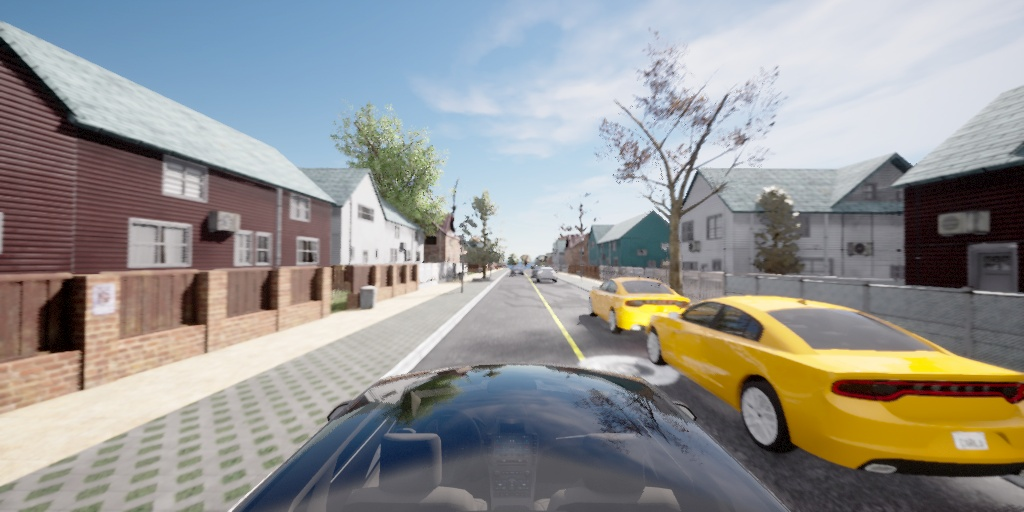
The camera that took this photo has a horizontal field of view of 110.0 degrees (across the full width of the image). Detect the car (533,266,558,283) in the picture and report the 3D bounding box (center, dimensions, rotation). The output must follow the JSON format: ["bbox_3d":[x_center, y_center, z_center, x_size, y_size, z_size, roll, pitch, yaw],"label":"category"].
[{"bbox_3d":[3.296,1.786,34.655,1.812,1.442,4.674,1,-1,2],"label":"car"}]

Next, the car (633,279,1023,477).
[{"bbox_3d":[3.595,1.310,5.259,1.882,1.535,5.008,1,-1,1],"label":"car"}]

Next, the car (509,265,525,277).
[{"bbox_3d":[0.701,1.953,47.689,2.128,1.511,4.902,1,-1,1],"label":"car"}]

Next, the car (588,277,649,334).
[{"bbox_3d":[3.691,1.389,11.258,1.882,1.535,5.008,1,-1,1],"label":"car"}]

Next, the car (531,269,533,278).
[{"bbox_3d":[3.414,1.994,45.206,2.033,1.411,5.357,1,-1,1],"label":"car"}]
